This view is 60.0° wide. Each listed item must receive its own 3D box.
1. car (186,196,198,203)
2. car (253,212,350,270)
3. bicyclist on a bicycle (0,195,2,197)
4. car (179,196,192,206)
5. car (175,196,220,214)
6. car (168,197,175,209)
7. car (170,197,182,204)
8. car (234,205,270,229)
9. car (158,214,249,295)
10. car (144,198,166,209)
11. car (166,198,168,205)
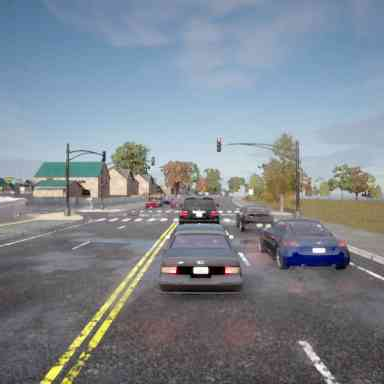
[{"bbox_3d":[0.067,1.669,72.847,2.128,1.511,4.902,0,0,5],"label":"car"},{"bbox_3d":[3.500,1.570,11.102,1.994,1.385,4.181,0,0,1],"label":"car"},{"bbox_3d":[-23.948,1.036,41.357,0.582,1.620,1.656,1,-1,16],"label":"bicyclist on a bicycle"},{"bbox_3d":[-1.076,1.577,59.016,1.882,1.535,5.008,0,0,4],"label":"car"},{"bbox_3d":[0.421,1.237,19.138,2.150,2.045,5.566,0,0,1],"label":"car"},{"bbox_3d":[-1.847,1.548,47.107,1.882,1.535,5.008,0,0,3],"label":"car"},{"bbox_3d":[-3.365,1.737,70.836,1.895,1.301,4.718,0,0,4],"label":"car"},{"bbox_3d":[3.688,1.520,19.994,1.837,1.490,4.892,0,0,3],"label":"car"},{"bbox_3d":[0.204,1.553,8.891,2.033,1.411,5.357,0,0,1],"label":"car"},{"bbox_3d":[-5.198,1.671,45.804,1.895,1.301,4.718,0,0,4],"label":"car"},{"bbox_3d":[-4.415,1.701,57.971,1.895,1.301,4.718,0,0,4],"label":"car"}]
